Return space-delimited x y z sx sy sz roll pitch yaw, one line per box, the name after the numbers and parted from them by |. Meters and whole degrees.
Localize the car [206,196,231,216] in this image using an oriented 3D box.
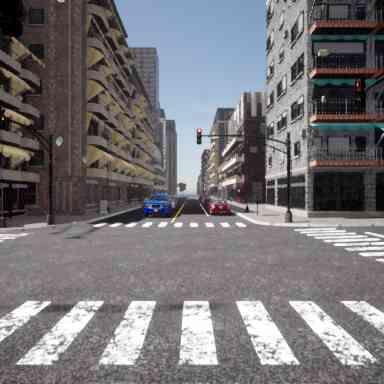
2.705 1.447 33.041 1.967 1.590 4.097 0 0 0 | car

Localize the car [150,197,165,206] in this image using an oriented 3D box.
-5.667 1.580 55.182 1.947 1.339 4.313 0 0 0 | car

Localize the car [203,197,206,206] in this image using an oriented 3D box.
2.707 1.559 38.575 2.008 1.369 4.403 0 0 0 | car

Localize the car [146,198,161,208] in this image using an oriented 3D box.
-5.669 1.594 49.647 1.802 1.307 4.206 0 0 0 | car

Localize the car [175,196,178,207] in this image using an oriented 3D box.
-3.084 1.535 41.294 1.812 1.442 4.674 0 0 0 | car

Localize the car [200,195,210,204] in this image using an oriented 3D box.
2.713 1.596 55.178 1.802 1.307 4.206 0 0 0 | car

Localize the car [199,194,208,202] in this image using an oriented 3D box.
2.715 1.599 60.712 1.802 1.307 4.206 0 0 0 | car

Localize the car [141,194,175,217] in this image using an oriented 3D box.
-3.087 1.228 31.190 2.150 2.045 5.566 0 0 0 | car

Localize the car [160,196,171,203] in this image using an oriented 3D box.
-5.661 1.569 71.784 1.887 1.381 4.507 0 0 0 | car

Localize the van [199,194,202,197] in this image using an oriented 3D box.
2.718 1.362 66.247 1.690 1.788 3.998 0 0 0 | van

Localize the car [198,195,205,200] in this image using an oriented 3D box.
2.727 1.587 93.917 1.887 1.381 4.507 0 0 0 | car

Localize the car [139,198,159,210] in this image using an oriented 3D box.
-5.672 1.561 44.113 2.008 1.369 4.403 0 0 0 | car
